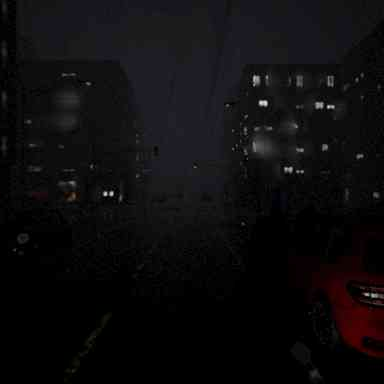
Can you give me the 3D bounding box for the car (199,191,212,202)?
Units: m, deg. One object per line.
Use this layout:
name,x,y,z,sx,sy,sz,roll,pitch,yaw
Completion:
car,2.697,1.069,60.478,1.887,1.381,4.507,1,0,0

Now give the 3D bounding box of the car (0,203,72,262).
car,-5.681,1.348,11.443,1.967,1.590,4.097,1,0,0

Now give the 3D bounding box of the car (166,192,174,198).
car,-5.684,0.839,87.939,1.752,1.417,4.829,1,0,0

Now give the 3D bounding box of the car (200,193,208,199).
car,2.697,0.979,77.048,1.802,1.307,4.206,1,0,0

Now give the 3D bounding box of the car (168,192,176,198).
car,-5.684,0.821,93.632,2.008,1.369,4.403,1,0,0

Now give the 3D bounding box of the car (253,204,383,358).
car,2.699,1.268,5.881,2.192,1.841,5.009,1,0,0

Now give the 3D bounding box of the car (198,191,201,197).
car,2.698,0.922,66.001,1.967,1.590,4.097,1,0,0

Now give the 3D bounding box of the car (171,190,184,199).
car,-3.001,0.615,77.987,2.150,2.045,5.566,0,0,0

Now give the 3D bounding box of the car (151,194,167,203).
car,-5.683,1.094,54.799,1.752,1.417,4.829,1,0,0

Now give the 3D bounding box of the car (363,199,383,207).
car,20.847,1.464,36.170,4.097,1.590,1.967,1,-1,0

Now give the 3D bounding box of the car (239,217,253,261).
car,2.697,1.453,11.443,1.887,1.381,4.507,1,0,0

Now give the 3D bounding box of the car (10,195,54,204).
car,-17.252,0.974,35.842,4.507,1.381,1.887,1,-1,0

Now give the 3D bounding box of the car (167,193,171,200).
car,-5.684,1.026,66.015,1.887,1.381,4.507,1,0,0

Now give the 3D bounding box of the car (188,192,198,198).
car,0.000,0.677,86.707,2.097,1.767,4.553,0,0,0

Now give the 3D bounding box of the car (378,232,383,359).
car,2.700,1.312,0.322,2.192,1.841,5.009,1,0,0
